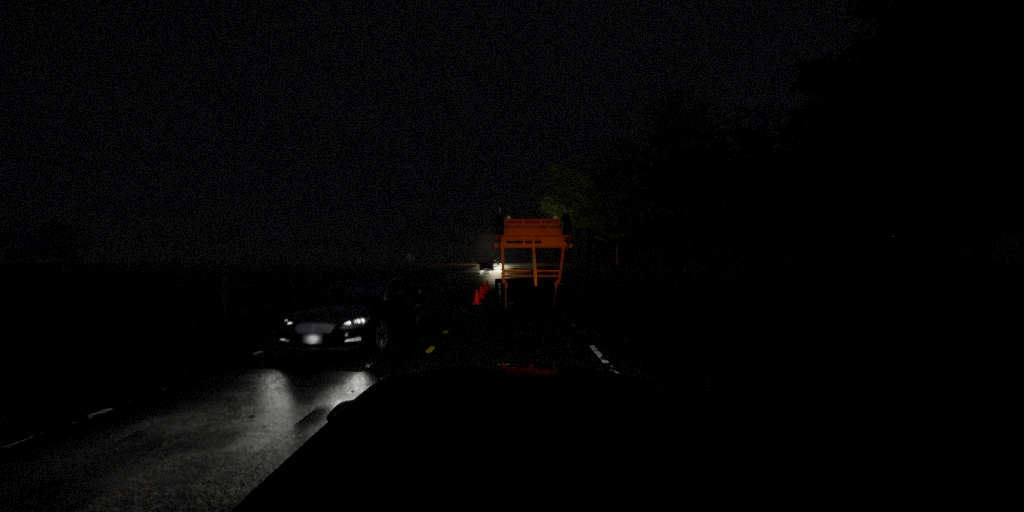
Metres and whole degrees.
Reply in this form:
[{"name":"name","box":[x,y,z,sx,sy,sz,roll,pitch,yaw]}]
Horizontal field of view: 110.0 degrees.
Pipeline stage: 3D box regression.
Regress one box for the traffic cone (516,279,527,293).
[{"name":"traffic cone","box":[0.546,1.688,20.905,0.340,0.580,0.340,0,0,0]}]

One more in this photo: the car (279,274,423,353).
[{"name":"car","box":[-3.585,1.235,8.902,2.128,1.511,4.902,0,0,0]}]

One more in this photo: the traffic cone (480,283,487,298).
[{"name":"traffic cone","box":[-1.459,1.692,16.908,0.340,0.580,0.340,0,0,0]}]

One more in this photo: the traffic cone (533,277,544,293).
[{"name":"traffic cone","box":[1.545,1.688,20.903,0.340,0.580,0.340,0,0,0]}]

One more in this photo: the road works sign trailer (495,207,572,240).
[{"name":"road works sign trailer","box":[0.629,-2.366,10.118,2.380,3.560,2.880,0,0,0]}]

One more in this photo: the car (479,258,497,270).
[{"name":"car","box":[-3.517,1.236,50.029,2.033,1.411,5.357,0,0,0]}]

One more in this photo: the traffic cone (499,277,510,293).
[{"name":"traffic cone","box":[-0.453,1.688,20.906,0.340,0.580,0.340,0,0,0]}]

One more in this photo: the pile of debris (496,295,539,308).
[{"name":"pile of debris","box":[0.022,1.904,14.912,1.860,0.140,1.500,0,0,0]}]

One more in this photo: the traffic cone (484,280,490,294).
[{"name":"traffic cone","box":[-1.455,1.690,18.909,0.340,0.580,0.340,0,0,0]}]

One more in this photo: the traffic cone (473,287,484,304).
[{"name":"traffic cone","box":[-1.462,1.694,14.909,0.340,0.580,0.340,0,0,0]}]
